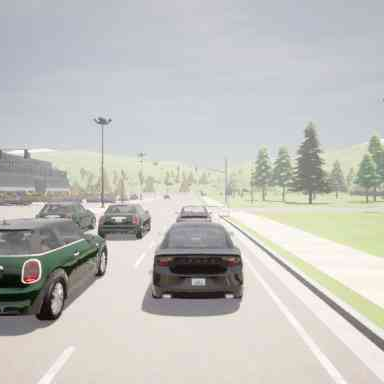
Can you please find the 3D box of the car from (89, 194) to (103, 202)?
[{"bbox_3d":[-23.137,1.355,80.578,2.097,1.767,4.553,0,0,0],"label":"car"}]

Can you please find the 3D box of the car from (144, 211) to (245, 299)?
[{"bbox_3d":[0.114,1.478,8.499,1.882,1.535,5.008,0,0,0],"label":"car"}]

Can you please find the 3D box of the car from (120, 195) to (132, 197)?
[{"bbox_3d":[-16.142,1.524,78.124,1.812,1.442,4.674,0,0,0],"label":"car"}]

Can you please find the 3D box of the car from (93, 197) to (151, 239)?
[{"bbox_3d":[-3.411,1.352,17.573,2.097,1.767,4.553,0,0,0],"label":"car"}]

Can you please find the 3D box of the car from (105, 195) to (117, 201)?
[{"bbox_3d":[-19.636,1.500,81.040,1.837,1.490,4.892,0,0,0],"label":"car"}]

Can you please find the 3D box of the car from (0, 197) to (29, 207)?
[{"bbox_3d":[-27.288,1.491,51.464,4.902,1.511,2.128,0,1,-39],"label":"car"}]

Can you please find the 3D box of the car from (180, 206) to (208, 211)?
[{"bbox_3d":[0.100,1.491,17.917,2.128,1.511,4.902,0,0,0],"label":"car"}]

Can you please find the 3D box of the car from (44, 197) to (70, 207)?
[{"bbox_3d":[-20.566,1.564,50.898,1.994,1.385,4.181,0,0,7],"label":"car"}]

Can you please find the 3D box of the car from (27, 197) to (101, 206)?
[{"bbox_3d":[-6.915,1.352,18.553,2.097,1.767,4.553,0,0,0],"label":"car"}]

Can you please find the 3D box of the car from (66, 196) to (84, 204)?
[{"bbox_3d":[-23.163,1.552,66.014,1.994,1.385,4.181,0,0,0],"label":"car"}]

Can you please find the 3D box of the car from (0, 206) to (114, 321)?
[{"bbox_3d":[-3.387,1.352,7.450,2.097,1.767,4.553,0,0,0],"label":"car"}]

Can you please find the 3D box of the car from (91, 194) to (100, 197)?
[{"bbox_3d":[-19.663,1.553,66.429,1.994,1.385,4.181,0,0,0],"label":"car"}]

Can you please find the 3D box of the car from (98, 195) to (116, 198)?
[{"bbox_3d":[-16.195,1.563,64.323,1.994,1.385,4.181,0,0,0],"label":"car"}]

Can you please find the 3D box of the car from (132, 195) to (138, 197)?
[{"bbox_3d":[-16.115,1.498,92.677,1.837,1.490,4.892,0,0,0],"label":"car"}]
